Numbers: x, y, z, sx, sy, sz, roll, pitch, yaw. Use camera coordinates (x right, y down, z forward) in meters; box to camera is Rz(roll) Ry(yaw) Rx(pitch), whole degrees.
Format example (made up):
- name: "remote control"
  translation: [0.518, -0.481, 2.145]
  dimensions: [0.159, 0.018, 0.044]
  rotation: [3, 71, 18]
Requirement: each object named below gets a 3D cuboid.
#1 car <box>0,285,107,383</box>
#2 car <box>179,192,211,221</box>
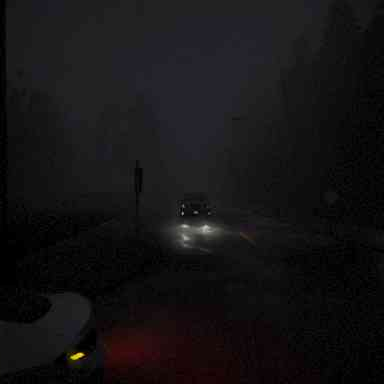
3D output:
- name: "car"
  translation: [-3.044, 1.508, 2.498]
  dimensions: [4.674, 1.442, 1.812]
  rotation: [0, 1, -29]
- name: "car"
  translation: [0.184, 1.034, 25.689]
  dimensions: [2.150, 2.045, 5.566]
  rotation: [0, 0, -2]
